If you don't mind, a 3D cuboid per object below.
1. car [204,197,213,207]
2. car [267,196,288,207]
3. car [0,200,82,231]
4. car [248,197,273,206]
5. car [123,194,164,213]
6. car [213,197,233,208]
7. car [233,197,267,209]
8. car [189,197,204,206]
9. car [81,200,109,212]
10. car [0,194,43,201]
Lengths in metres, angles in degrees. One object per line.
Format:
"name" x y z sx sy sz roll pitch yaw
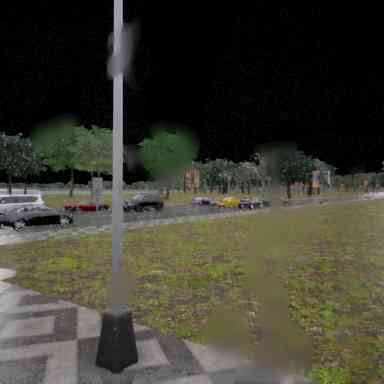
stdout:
"car" 4.485 1.483 51.646 2.128 1.511 4.902 0 0 36
"car" 13.709 1.374 53.295 2.097 1.767 4.553 0 0 36
"car" -9.778 1.514 20.708 2.128 1.511 4.902 0 0 36
"car" 11.575 1.554 55.894 2.033 1.411 5.357 0 0 36
"car" -5.506 1.212 37.919 2.150 2.045 5.566 0 0 36
"car" 5.512 1.484 47.395 1.882 1.535 5.008 0 0 36
"car" 7.988 1.527 45.274 1.837 1.490 4.892 0 0 36
"car" 1.486 1.500 53.054 1.812 1.442 4.674 0 0 36
"car" -11.293 1.576 35.455 1.895 1.301 4.718 0 0 36
"car" -14.247 1.212 25.790 2.150 2.045 5.566 0 0 36
